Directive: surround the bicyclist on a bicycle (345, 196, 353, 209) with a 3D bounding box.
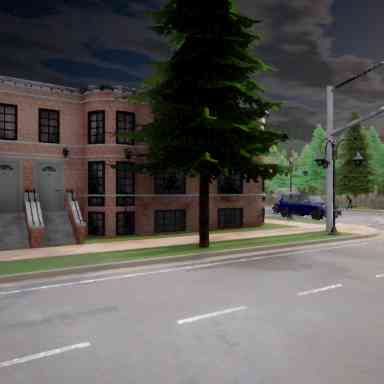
[{"bbox_3d":[19.180,1.301,40.651,1.656,1.620,0.582,0,0,-31],"label":"bicyclist on a bicycle"}]

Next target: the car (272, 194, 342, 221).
[{"bbox_3d":[9.772,1.222,28.147,2.150,2.045,5.566,0,0,-31],"label":"car"}]

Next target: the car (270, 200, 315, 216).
[{"bbox_3d":[10.259,1.564,34.185,1.994,1.385,4.181,0,0,-31],"label":"car"}]
